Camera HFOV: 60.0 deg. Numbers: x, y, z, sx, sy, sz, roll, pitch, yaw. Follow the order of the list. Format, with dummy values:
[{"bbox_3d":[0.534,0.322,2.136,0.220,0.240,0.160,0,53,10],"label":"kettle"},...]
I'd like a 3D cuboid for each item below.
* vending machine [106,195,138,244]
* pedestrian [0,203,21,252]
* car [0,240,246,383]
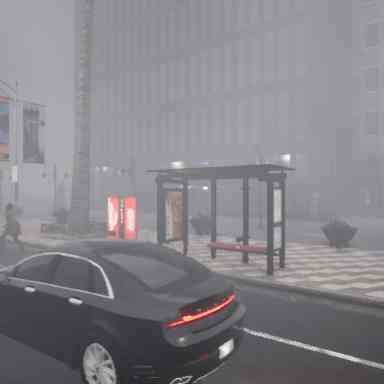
[{"bbox_3d":[-3.186,1.195,15.179,0.880,2.100,1.100,0,0,35],"label":"vending machine"},{"bbox_3d":[-6.630,1.294,12.139,0.375,1.860,0.375,0,0,35],"label":"pedestrian"},{"bbox_3d":[-1.583,1.501,5.064,4.892,1.490,1.837,-1,-1,36],"label":"car"}]
